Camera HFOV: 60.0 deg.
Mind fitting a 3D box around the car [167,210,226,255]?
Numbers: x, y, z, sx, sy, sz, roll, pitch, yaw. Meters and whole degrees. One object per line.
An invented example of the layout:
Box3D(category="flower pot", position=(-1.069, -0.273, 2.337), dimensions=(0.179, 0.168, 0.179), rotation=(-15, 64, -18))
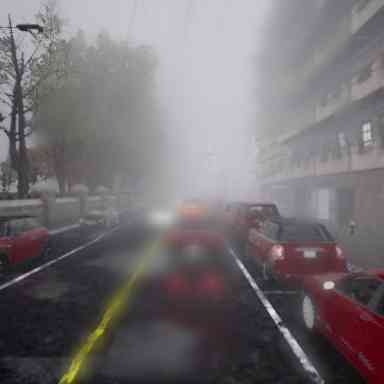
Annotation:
Box3D(category="car", position=(0.086, 1.608, 13.324), dimensions=(1.895, 1.301, 4.718), rotation=(0, 0, 0))

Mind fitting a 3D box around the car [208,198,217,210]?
Box3D(category="car", position=(2.699, 1.465, 37.683), dimensions=(1.967, 1.590, 4.097), rotation=(0, 0, 0))

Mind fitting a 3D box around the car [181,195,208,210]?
Box3D(category="car", position=(0.094, 1.369, 29.728), dimensions=(2.097, 1.767, 4.553), rotation=(0, 0, 0))

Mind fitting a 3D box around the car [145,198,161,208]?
Box3D(category="car", position=(-5.678, 1.564, 48.776), dimensions=(1.752, 1.417, 4.829), rotation=(0, 0, 0))

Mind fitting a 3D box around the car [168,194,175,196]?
Box3D(category="car", position=(-5.667, 1.425, 92.512), dimensions=(2.192, 1.841, 5.009), rotation=(0, 0, 0))

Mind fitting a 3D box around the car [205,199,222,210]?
Box3D(category="car", position=(2.702, 1.597, 43.313), dimensions=(1.947, 1.339, 4.313), rotation=(0, 0, 0))

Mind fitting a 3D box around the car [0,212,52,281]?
Box3D(category="car", position=(-5.689, 1.445, 9.532), dimensions=(1.967, 1.590, 4.097), rotation=(0, 0, 0))

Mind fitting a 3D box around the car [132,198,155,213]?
Box3D(category="car", position=(-5.681, 1.550, 37.514), dimensions=(1.752, 1.417, 4.829), rotation=(0, 0, 0))

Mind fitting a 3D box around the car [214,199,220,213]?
Box3D(category="car", position=(2.695, 1.451, 20.792), dimensions=(1.967, 1.590, 4.097), rotation=(0, 0, 0))

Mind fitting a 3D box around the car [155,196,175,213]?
Box3D(category="car", position=(-3.086, 1.517, 37.920), dimensions=(2.128, 1.511, 4.902), rotation=(0, 0, 0))

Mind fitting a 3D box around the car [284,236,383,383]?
Box3D(category="car", position=(2.690, 1.547, 3.902), dimensions=(1.887, 1.381, 4.507), rotation=(0, 0, 0))

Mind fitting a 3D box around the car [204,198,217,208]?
Box3D(category="car", position=(2.703, 1.564, 49.114), dimensions=(1.752, 1.417, 4.829), rotation=(0, 0, 0))

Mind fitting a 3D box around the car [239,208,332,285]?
Box3D(category="car", position=(2.692, 1.445, 9.531), dimensions=(1.967, 1.590, 4.097), rotation=(0, 0, 0))

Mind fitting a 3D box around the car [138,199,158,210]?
Box3D(category="car", position=(-5.678, 1.582, 43.315), dimensions=(2.008, 1.369, 4.403), rotation=(0, 0, 0))

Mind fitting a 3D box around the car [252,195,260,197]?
Box3D(category="car", position=(14.637, 1.668, 75.933), dimensions=(5.009, 1.841, 2.192), rotation=(1, -1, 0))

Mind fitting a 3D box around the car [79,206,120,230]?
Box3D(category="car", position=(-5.685, 1.562, 20.794), dimensions=(2.008, 1.369, 4.403), rotation=(0, 0, 0))

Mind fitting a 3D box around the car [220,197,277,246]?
Box3D(category="car", position=(2.693, 1.323, 15.161), dimensions=(2.192, 1.841, 5.009), rotation=(0, 0, 0))
